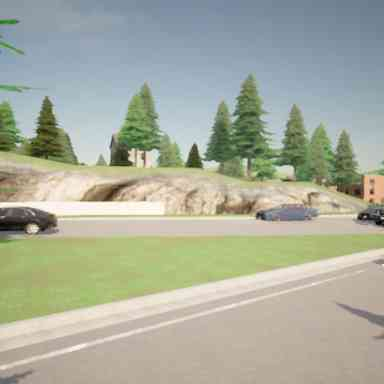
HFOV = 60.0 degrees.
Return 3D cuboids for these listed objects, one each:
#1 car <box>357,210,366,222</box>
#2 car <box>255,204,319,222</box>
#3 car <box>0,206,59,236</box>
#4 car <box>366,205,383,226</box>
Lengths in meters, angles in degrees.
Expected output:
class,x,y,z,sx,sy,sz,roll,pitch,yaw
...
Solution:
class,x,y,z,sx,sy,sz,roll,pitch,yaw
car,15.571,1.780,27.121,4.181,1.385,1.994,0,0,-22
car,8.055,1.722,28.006,5.357,1.411,2.033,0,0,-18
car,-9.854,1.528,18.039,4.892,1.490,1.837,1,0,-9
car,15.318,1.418,23.248,5.566,2.045,2.150,0,0,-21
